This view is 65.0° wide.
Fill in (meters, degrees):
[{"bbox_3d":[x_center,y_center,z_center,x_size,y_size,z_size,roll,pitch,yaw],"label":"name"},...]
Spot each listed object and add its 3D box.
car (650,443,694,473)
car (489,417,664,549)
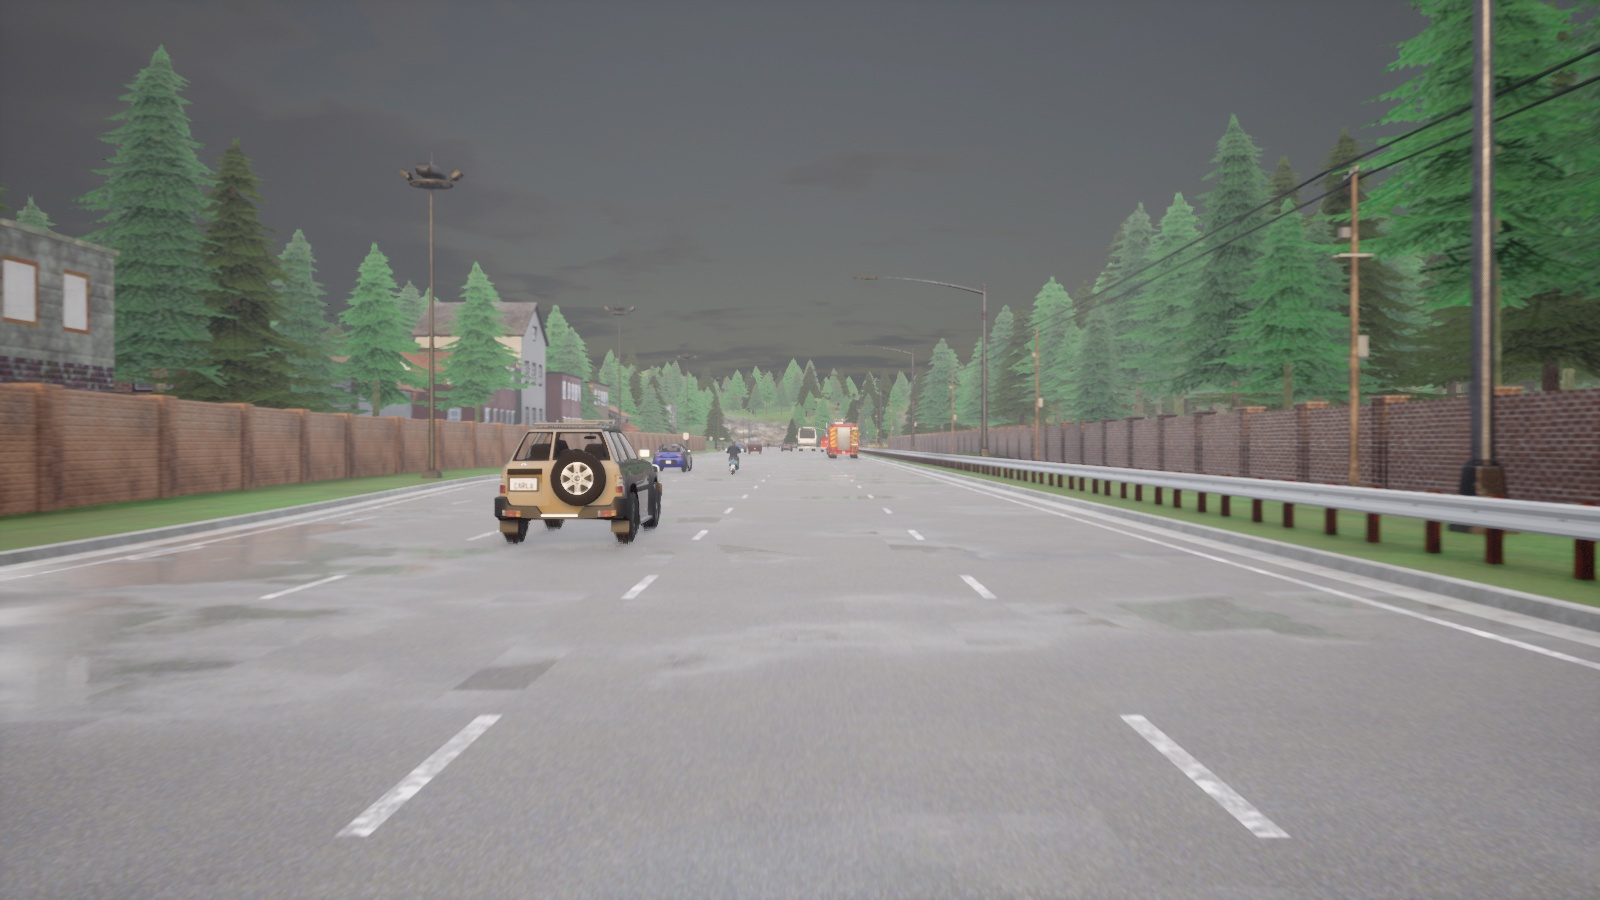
[{"bbox_3d":[-6.614,0.391,65.331,1.816,1.474,4.193,0,0,0],"label":"car"},{"bbox_3d":[-3.372,0.450,19.860,1.932,1.855,4.605,0,0,0],"label":"car"}]
